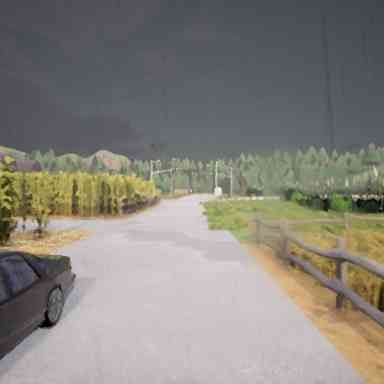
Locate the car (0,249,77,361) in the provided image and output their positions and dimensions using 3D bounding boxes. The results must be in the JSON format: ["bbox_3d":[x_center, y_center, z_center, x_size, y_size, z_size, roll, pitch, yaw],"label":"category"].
[{"bbox_3d":[-3.167,1.534,4.207,2.033,1.411,5.357,0,0,0],"label":"car"}]
